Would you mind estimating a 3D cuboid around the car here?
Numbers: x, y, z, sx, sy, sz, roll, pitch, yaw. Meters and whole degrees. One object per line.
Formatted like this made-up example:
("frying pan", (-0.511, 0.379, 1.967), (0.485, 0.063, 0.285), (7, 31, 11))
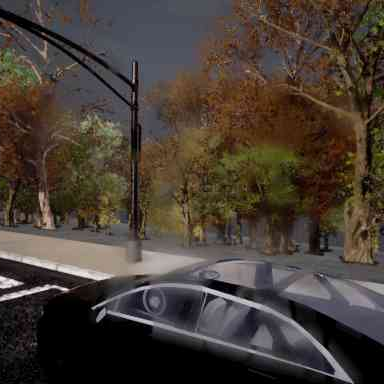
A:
("car", (0.246, 1.491, 3.497), (4.902, 1.511, 2.128), (0, 0, 37))
